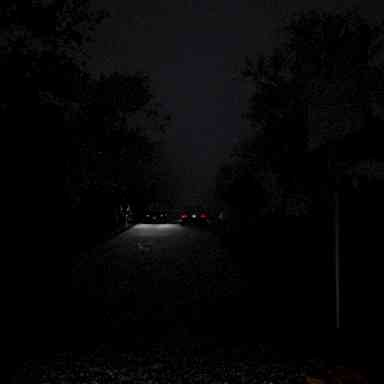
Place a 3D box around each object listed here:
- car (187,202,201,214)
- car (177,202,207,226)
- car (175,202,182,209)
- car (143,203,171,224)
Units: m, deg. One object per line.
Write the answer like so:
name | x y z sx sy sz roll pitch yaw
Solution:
car | 0.263 2.043 42.996 1.812 1.442 4.674 0 -1 1
car | 0.153 1.738 25.195 2.033 1.411 5.357 0 -1 0
car | -2.398 2.793 68.343 2.033 1.411 5.357 0 -2 1
car | -2.786 1.724 27.225 1.837 1.490 4.892 0 -1 0
